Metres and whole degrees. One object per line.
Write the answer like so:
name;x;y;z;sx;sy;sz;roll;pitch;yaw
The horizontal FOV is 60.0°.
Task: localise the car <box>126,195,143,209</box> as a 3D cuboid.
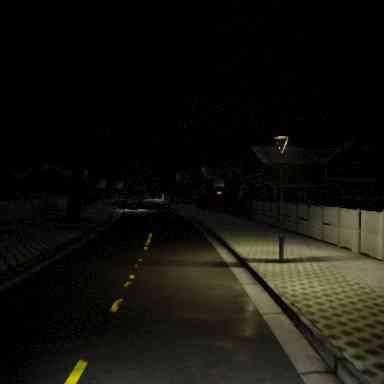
car;-7.535;1.432;43.049;1.812;1.442;4.674;1;0;-13
